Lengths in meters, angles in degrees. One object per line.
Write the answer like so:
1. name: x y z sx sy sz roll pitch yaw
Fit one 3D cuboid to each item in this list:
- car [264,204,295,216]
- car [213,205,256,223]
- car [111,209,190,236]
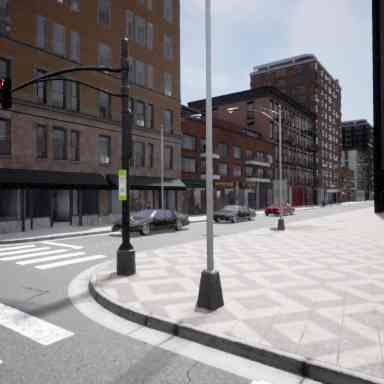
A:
1. car: 9.653 1.929 36.522 1.895 1.301 4.718 -1 -1 36
2. car: 3.643 1.793 28.191 2.033 1.411 5.357 -1 -1 35
3. car: -2.260 1.708 19.981 2.033 1.411 5.357 -1 -1 36
